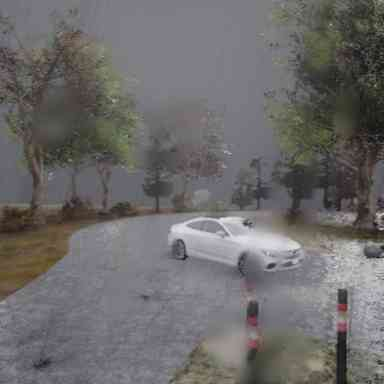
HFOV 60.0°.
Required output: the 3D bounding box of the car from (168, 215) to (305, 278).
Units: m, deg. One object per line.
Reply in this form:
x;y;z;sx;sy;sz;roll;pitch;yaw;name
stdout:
1.104;1.473;10.209;1.812;1.442;4.674;0;0;-41;car
